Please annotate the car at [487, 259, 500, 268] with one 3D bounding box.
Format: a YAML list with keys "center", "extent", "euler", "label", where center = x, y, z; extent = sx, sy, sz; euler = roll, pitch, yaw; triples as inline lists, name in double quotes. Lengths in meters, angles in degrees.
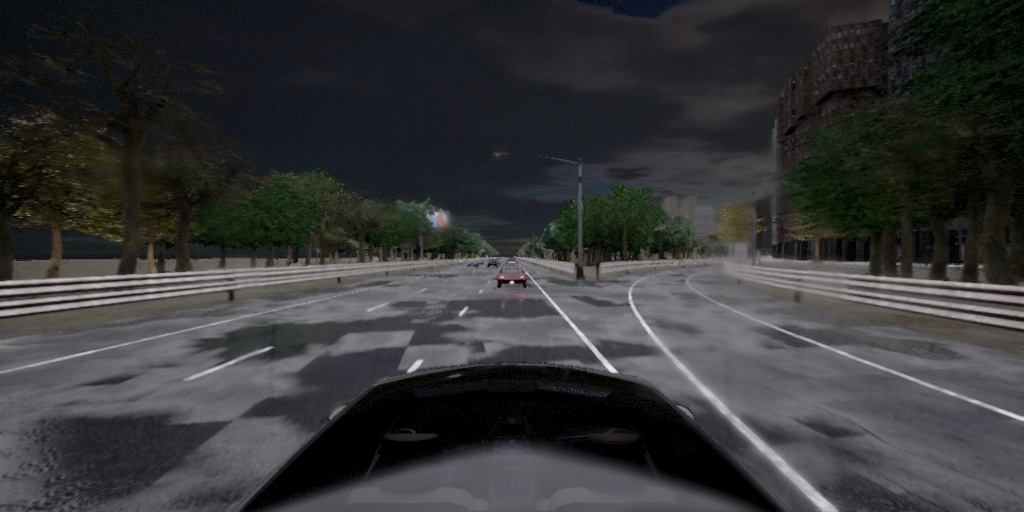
- center: [-3.500, 1.322, 65.016]
  extent: [1.837, 1.490, 4.892]
  euler: [0, 0, 0]
  label: "car"

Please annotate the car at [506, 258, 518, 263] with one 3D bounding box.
- center: [-0.001, 1.305, 48.791]
  extent: [1.812, 1.442, 4.674]
  euler: [0, 0, 0]
  label: "car"

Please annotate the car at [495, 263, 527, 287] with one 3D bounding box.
- center: [-0.001, 1.351, 24.622]
  extent: [1.895, 1.301, 4.718]
  euler: [0, 0, 0]
  label: "car"
